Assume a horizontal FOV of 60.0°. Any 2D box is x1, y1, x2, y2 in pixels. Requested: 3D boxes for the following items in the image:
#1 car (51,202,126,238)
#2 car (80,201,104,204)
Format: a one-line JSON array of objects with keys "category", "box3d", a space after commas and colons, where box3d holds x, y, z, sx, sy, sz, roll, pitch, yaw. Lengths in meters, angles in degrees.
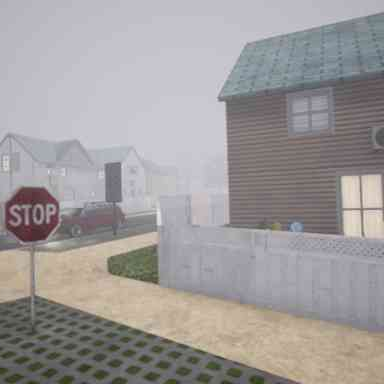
[{"category": "car", "box3d": [-5.285, 1.396, 16.158, 1.895, 1.301, 4.718, -2, 0, 26]}, {"category": "car", "box3d": [-6.334, 1.355, 20.853, 2.128, 1.511, 4.902, -2, 0, 24]}]
